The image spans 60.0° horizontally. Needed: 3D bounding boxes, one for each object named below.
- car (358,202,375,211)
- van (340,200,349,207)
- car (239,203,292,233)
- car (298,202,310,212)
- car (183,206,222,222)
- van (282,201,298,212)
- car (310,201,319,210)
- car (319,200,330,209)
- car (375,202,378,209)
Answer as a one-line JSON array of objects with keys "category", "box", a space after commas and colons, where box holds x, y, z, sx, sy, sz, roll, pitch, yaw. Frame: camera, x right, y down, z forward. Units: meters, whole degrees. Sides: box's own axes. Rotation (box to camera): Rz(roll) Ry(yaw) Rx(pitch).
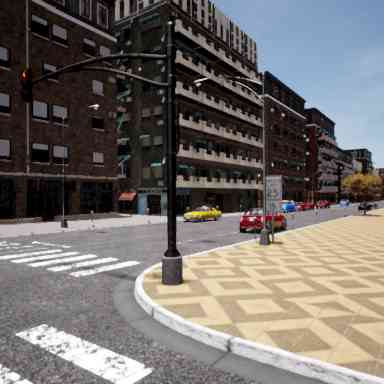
[{"category": "car", "box": [30.553, 2.582, 58.853, 1.947, 1.339, 4.313, -2, -2, 35]}, {"category": "van", "box": [39.829, 2.880, 86.812, 1.690, 1.788, 3.998, -2, -2, 35]}, {"category": "car", "box": [4.727, 1.750, 21.767, 1.967, 1.590, 4.097, -2, -2, 35]}, {"category": "car", "box": [17.270, 2.359, 54.331, 1.967, 1.590, 4.097, -2, -2, 35]}, {"category": "car", "box": [1.033, 2.001, 31.007, 1.752, 1.417, 4.829, -2, -2, 35]}, {"category": "van", "box": [14.041, 2.172, 49.697, 1.690, 1.788, 3.998, -2, -2, 35]}, {"category": "car", "box": [20.499, 2.552, 58.964, 1.887, 1.381, 4.507, -2, -2, 35]}, {"category": "car", "box": [26.953, 2.500, 68.243, 2.192, 1.841, 5.009, -2, -2, 35]}, {"category": "car", "box": [37.009, 2.744, 68.125, 2.008, 1.369, 4.403, -2, -2, 35]}]
